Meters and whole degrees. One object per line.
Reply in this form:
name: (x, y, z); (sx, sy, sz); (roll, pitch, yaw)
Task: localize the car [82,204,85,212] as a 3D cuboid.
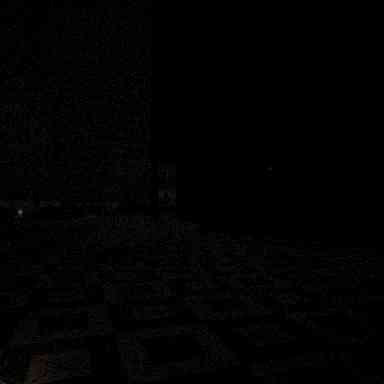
car: (-15.114, 1.896, 38.222); (1.812, 1.442, 4.674); (0, -1, 36)

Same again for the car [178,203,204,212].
car: (-0.103, 2.246, 49.204); (1.802, 1.307, 4.206); (-1, -2, 36)

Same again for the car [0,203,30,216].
car: (-20.147, 1.842, 35.772); (2.008, 1.369, 4.403); (-1, -1, 35)

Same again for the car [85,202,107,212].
car: (-13.596, 2.016, 44.963); (1.887, 1.381, 4.507); (-1, -2, 35)

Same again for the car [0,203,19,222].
car: (-16.486, 1.775, 26.222); (1.947, 1.339, 4.313); (-1, -2, 35)

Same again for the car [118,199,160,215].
car: (-6.660, 1.792, 40.015); (2.192, 1.841, 5.009); (-1, -2, 35)

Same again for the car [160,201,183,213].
car: (-3.383, 2.114, 44.604); (1.887, 1.381, 4.507); (-1, -2, 35)

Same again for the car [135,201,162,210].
car: (-7.045, 2.210, 54.153); (2.008, 1.369, 4.403); (-1, -2, 35)

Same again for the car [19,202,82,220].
car: (-13.112, 1.824, 30.956); (1.752, 1.417, 4.829); (-1, -2, 35)

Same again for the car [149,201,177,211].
car: (-4.579, 2.194, 52.925); (1.812, 1.442, 4.674); (0, -1, 36)

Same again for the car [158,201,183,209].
car: (-3.770, 2.306, 58.748); (2.008, 1.369, 4.403); (-1, -2, 35)
